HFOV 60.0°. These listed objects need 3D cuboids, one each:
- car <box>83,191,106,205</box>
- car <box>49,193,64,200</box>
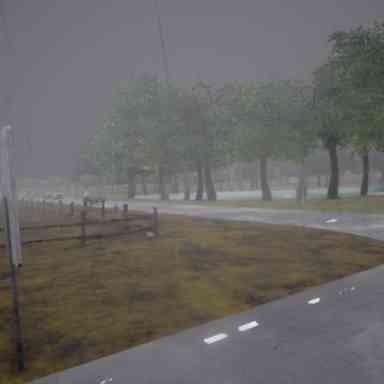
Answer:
[{"bbox_3d":[-15.453,0.882,52.307,2.150,2.045,5.566,-5,3,-35],"label":"car"},{"bbox_3d":[-33.167,1.137,82.193,1.837,1.490,4.892,-5,3,-35],"label":"car"}]
